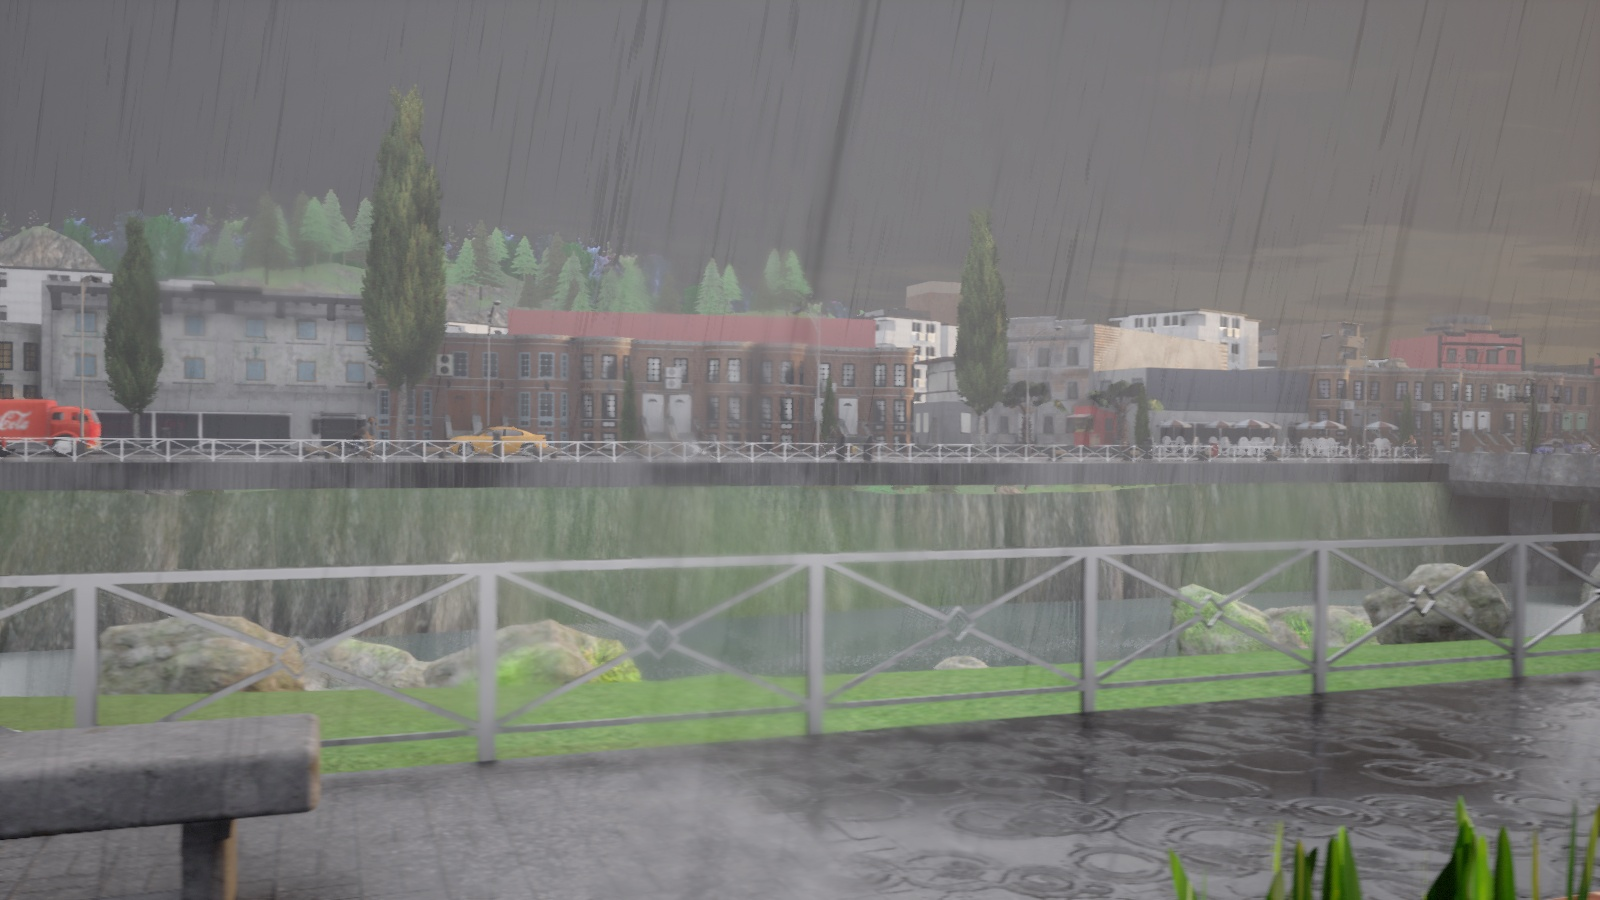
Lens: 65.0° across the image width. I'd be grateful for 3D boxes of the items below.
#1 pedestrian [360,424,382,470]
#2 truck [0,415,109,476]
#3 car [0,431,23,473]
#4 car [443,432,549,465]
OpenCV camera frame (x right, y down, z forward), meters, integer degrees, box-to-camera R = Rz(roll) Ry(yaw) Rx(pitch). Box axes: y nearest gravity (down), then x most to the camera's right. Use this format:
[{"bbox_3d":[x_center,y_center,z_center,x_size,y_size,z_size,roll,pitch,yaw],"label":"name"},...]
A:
[{"bbox_3d":[-17.459,-0.135,51.109,0.694,1.848,0.540,-1,1,-6],"label":"pedestrian"},{"bbox_3d":[-32.396,-0.203,53.135,5.204,2.467,2.627,-1,1,-21],"label":"truck"},{"bbox_3d":[-37.257,0.113,55.570,4.605,1.855,1.932,-1,1,-21],"label":"car"},{"bbox_3d":[-15.448,-0.096,63.859,5.008,1.535,1.882,-1,1,-21],"label":"car"}]
